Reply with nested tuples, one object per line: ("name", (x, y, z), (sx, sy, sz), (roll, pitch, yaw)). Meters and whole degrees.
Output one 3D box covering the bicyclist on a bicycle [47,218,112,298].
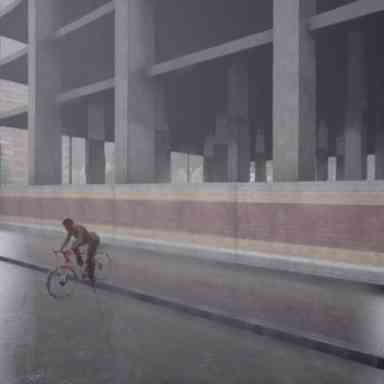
("bicyclist on a bicycle", (-2.477, 1.352, 7.306), (0.582, 1.620, 1.656), (0, 9, 37))
